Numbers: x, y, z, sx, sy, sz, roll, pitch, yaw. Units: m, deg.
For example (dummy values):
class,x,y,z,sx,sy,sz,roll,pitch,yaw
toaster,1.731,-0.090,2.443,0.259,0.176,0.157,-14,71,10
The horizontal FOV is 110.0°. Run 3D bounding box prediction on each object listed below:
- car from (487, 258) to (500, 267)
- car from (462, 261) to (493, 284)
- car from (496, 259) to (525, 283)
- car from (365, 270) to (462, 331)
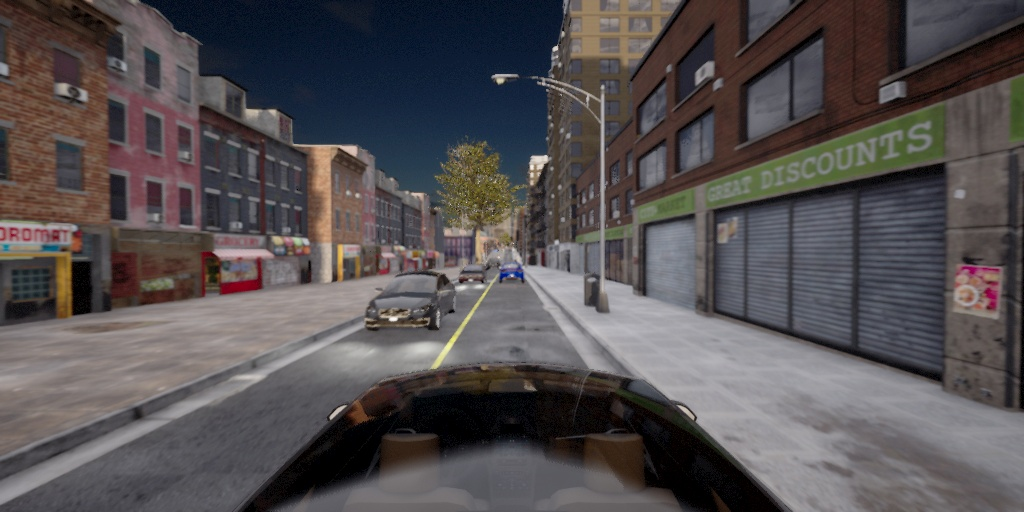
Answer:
class,x,y,z,sx,sy,sz,roll,pitch,yaw
car,-3.058,1.264,61.434,2.150,2.045,5.566,0,-1,0
car,-2.889,1.324,27.777,2.033,1.411,5.357,0,0,0
car,-0.016,1.248,28.361,1.882,1.535,5.008,0,0,0
car,-2.882,1.256,11.086,1.837,1.490,4.892,0,0,0
